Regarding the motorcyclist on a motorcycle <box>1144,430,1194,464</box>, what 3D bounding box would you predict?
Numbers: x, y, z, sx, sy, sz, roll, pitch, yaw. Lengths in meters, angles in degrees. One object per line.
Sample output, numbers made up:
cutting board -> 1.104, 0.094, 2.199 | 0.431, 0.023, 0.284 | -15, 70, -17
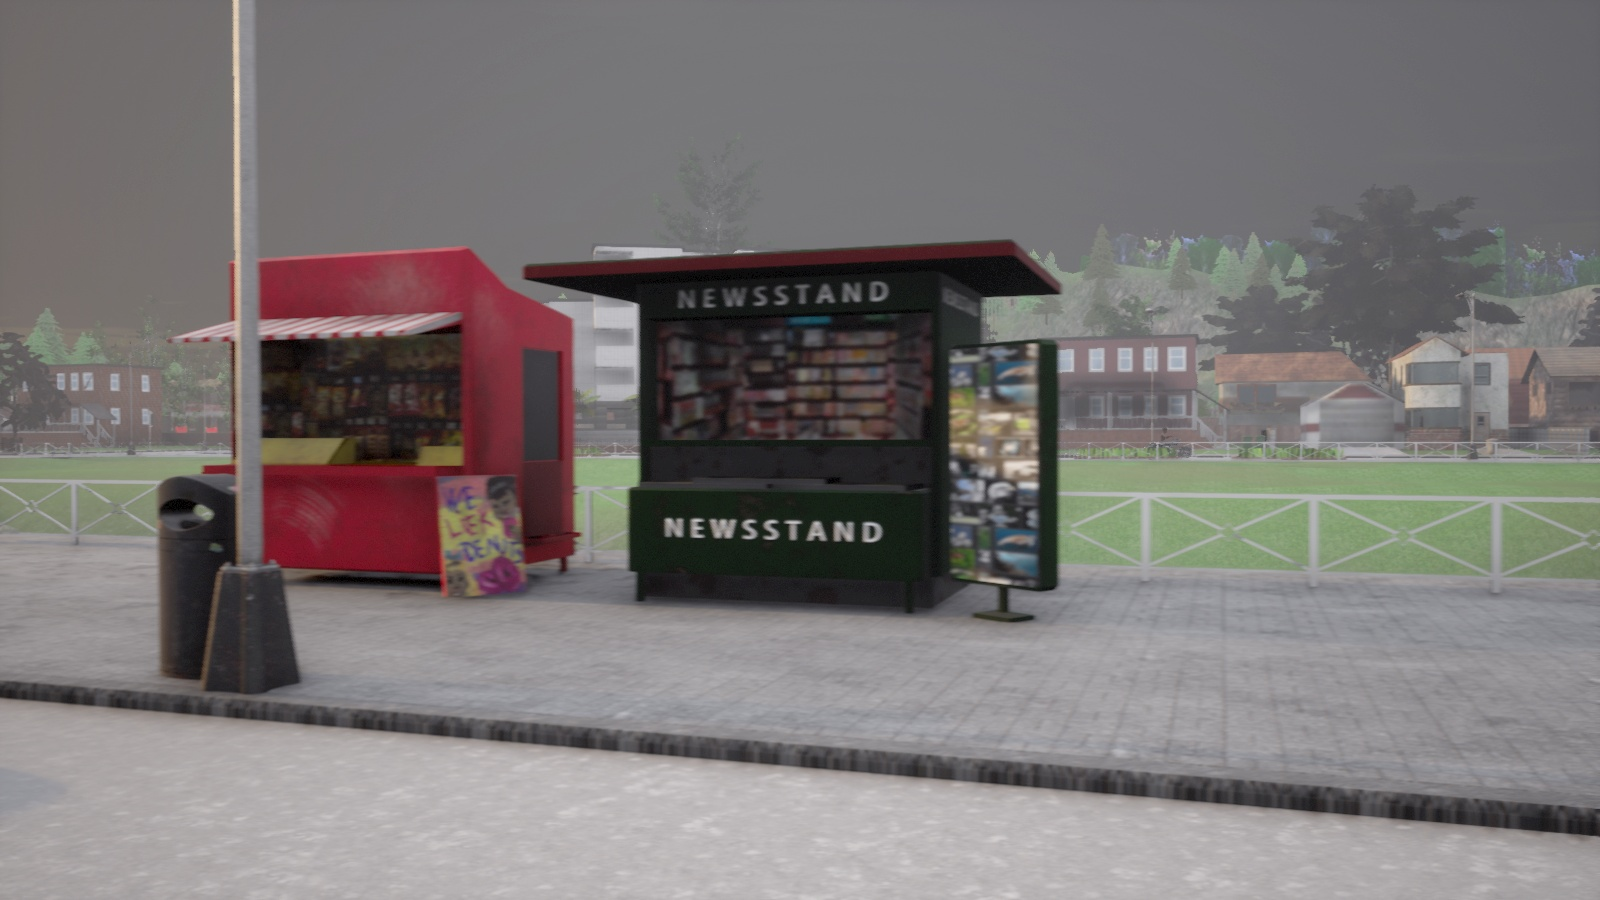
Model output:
motorcyclist on a motorcycle -> 18.407, -0.157, 62.621 | 2.350, 1.649, 0.766 | 1, 1, 19
